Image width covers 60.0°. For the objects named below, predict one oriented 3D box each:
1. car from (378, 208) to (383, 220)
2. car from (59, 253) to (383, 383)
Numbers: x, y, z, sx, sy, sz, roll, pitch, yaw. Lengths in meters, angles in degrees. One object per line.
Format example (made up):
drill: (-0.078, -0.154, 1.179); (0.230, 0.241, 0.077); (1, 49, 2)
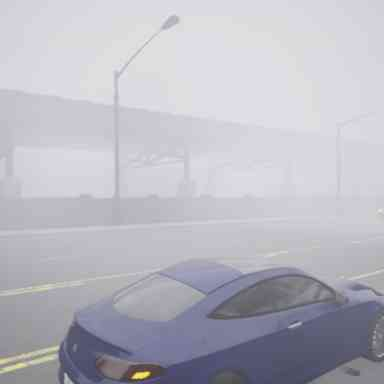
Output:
car: (18.940, 1.710, 30.360); (4.553, 1.767, 2.097); (1, 0, -35)
car: (0.786, 1.558, 4.309); (4.674, 1.442, 1.812); (1, 0, -35)
